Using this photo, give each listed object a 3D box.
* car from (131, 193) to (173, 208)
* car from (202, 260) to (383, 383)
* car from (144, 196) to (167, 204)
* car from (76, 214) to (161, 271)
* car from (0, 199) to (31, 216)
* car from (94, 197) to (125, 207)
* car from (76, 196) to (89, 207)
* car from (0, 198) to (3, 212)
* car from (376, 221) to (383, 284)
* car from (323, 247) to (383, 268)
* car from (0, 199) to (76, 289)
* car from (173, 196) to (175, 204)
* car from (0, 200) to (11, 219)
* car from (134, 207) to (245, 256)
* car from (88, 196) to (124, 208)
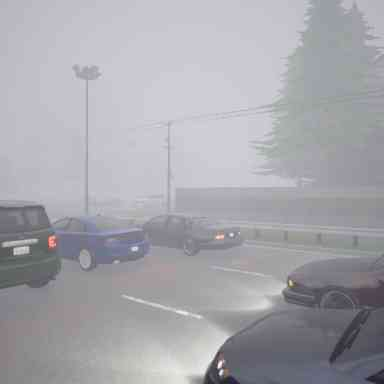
[{"bbox_3d":[-5.492,1.221,43.927,2.150,2.045,5.566,0,0,37],"label":"car"},{"bbox_3d":[2.109,1.564,2.438,4.181,1.385,1.994,0,0,37],"label":"car"},{"bbox_3d":[-7.044,1.528,65.029,1.812,1.442,4.674,0,0,38],"label":"car"},{"bbox_3d":[-3.618,1.478,11.042,5.008,1.535,1.882,0,0,37],"label":"car"},{"bbox_3d":[-18.616,1.494,32.352,2.128,1.511,4.902,0,0,37],"label":"car"},{"bbox_3d":[-12.771,1.528,51.707,1.812,1.442,4.674,0,0,37],"label":"car"},{"bbox_3d":[-16.894,1.355,52.056,2.097,1.767,4.553,0,0,37],"label":"car"},{"bbox_3d":[-23.983,1.495,36.861,2.128,1.511,4.902,0,0,37],"label":"car"},{"bbox_3d":[6.969,1.526,7.550,4.674,1.442,1.812,0,0,37],"label":"car"},{"bbox_3d":[4.258,1.547,5.206,5.357,1.411,2.033,0,0,37],"label":"car"},{"bbox_3d":[-5.433,1.222,8.026,5.566,2.045,2.150,0,0,37],"label":"car"},{"bbox_3d":[-3.310,1.507,58.413,1.837,1.490,4.892,0,0,37],"label":"car"},{"bbox_3d":[-17.958,1.479,27.415,1.882,1.535,5.008,0,0,37],"label":"car"},{"bbox_3d":[-0.623,1.548,13.171,5.357,1.411,2.033,0,0,37],"label":"car"},{"bbox_3d":[-11.965,1.603,46.971,1.895,1.301,4.718,0,0,37],"label":"car"}]
